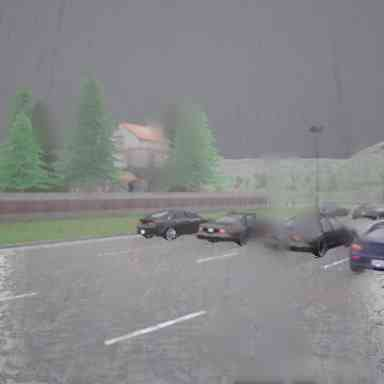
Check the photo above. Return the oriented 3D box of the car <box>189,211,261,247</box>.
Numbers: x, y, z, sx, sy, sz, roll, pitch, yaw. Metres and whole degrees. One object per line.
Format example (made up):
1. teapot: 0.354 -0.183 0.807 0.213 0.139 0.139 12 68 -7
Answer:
1. car: 2.573 1.683 15.953 2.033 1.411 5.357 -1 -1 45

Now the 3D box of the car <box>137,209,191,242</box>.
1. car: -0.637 1.684 17.802 4.892 1.490 1.837 0 -1 -44

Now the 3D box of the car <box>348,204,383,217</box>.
1. car: 15.629 1.717 29.009 4.181 1.385 1.994 0 -1 -45

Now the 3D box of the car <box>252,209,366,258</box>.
1. car: 4.900 1.639 13.339 2.033 1.411 5.357 -1 -1 44

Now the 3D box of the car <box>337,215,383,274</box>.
1. car: 6.174 1.572 9.721 4.674 1.442 1.812 0 -1 -45

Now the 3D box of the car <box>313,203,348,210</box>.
1. car: 13.389 1.745 31.714 5.357 1.411 2.033 0 -1 -45
